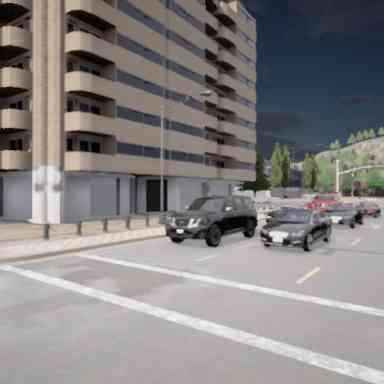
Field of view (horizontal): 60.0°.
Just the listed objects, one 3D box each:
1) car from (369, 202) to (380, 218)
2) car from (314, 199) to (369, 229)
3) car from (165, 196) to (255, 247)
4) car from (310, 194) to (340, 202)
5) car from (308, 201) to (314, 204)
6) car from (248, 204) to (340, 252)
[{"bbox_3d":[15.653,1.551,29.923,1.994,1.385,4.181,0,0,35],"label":"car"},{"bbox_3d":[9.928,1.482,21.827,2.128,1.511,4.902,0,0,35],"label":"car"},{"bbox_3d":[1.114,1.201,15.405,2.150,2.045,5.566,0,0,35],"label":"car"},{"bbox_3d":[12.844,1.194,32.020,2.150,2.045,5.566,0,0,35],"label":"car"},{"bbox_3d":[6.739,1.577,23.383,1.895,1.301,4.718,0,0,35],"label":"car"},{"bbox_3d":[4.549,1.485,14.201,2.128,1.511,4.902,0,0,35],"label":"car"}]
